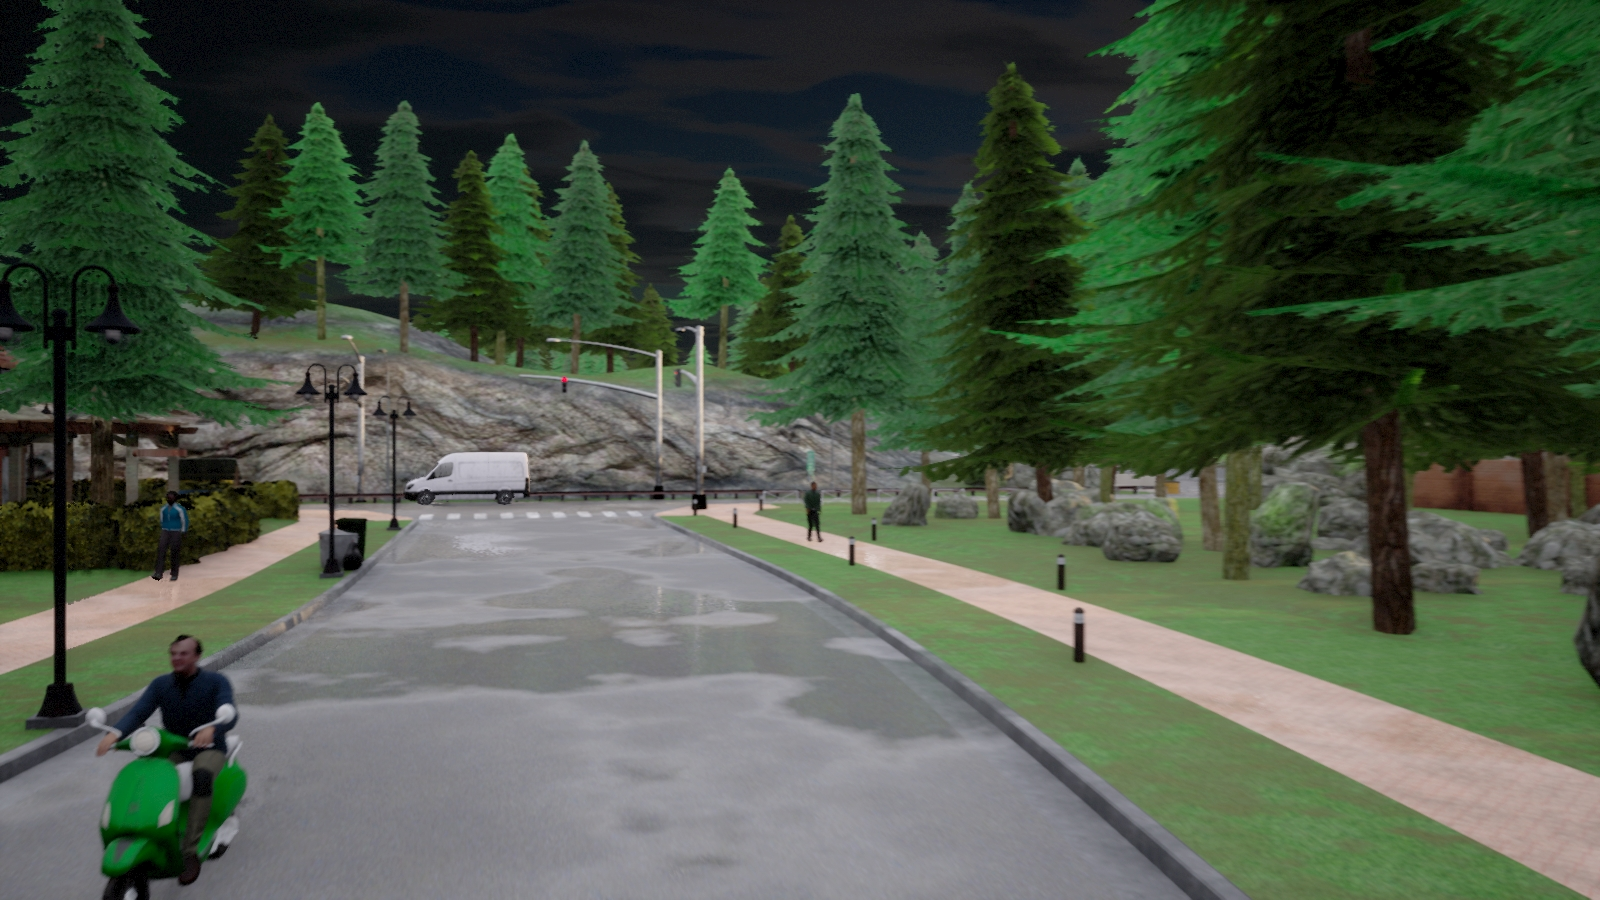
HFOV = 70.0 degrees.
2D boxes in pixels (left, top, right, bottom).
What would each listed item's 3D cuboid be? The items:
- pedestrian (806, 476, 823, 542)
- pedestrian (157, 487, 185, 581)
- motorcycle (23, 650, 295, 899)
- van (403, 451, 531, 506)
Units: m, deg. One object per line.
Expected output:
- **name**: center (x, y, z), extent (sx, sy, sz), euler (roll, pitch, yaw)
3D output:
- **pedestrian**: center (0.412, 1.668, 32.500), extent (0.375, 1.860, 0.375), euler (0, 0, -21)
- **pedestrian**: center (-12.576, 1.675, 22.859), extent (0.375, 1.860, 0.375), euler (0, 0, -8)
- **motorcycle**: center (-3.954, 2.103, 7.250), extent (0.856, 1.334, 1.805), euler (0, 0, -6)
- **van**: center (-16.235, 1.365, 55.917), extent (5.915, 2.561, 1.988), euler (0, 0, -15)
